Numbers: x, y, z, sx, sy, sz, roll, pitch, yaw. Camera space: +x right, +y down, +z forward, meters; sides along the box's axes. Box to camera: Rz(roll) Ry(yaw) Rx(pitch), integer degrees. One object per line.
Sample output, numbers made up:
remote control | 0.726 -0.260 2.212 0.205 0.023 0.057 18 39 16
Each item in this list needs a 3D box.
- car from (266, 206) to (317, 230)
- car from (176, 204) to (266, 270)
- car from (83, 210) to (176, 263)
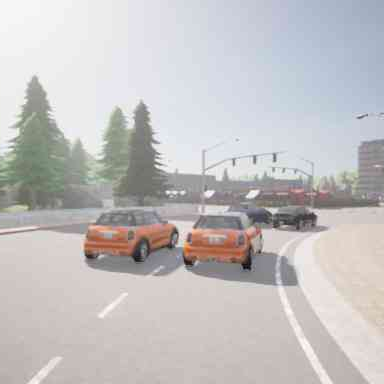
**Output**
car | 7.318 1.759 23.505 1.837 1.490 4.892 0 0 38
car | 1.270 1.466 11.783 2.097 1.767 4.553 0 -1 17
car | -2.093 1.460 12.753 2.097 1.767 4.553 0 -1 17
